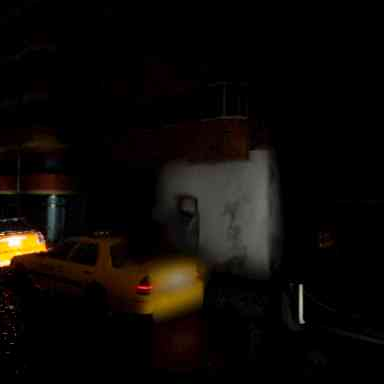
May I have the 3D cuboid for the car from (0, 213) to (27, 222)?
[{"bbox_3d":[-6.946,1.544,11.158,4.553,1.767,2.097,-1,1,37],"label":"car"}]

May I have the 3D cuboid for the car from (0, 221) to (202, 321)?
[{"bbox_3d":[-2.308,1.647,7.705,5.366,1.575,1.801,-1,-2,37],"label":"car"}]
